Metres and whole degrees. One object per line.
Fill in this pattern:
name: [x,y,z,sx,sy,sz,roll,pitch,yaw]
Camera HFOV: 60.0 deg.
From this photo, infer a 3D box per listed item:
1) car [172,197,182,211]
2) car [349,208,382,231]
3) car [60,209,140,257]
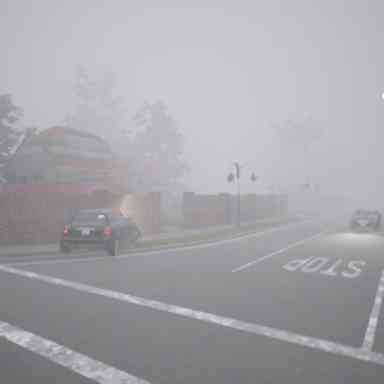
car: [-2.784,1.703,47.259,4.605,1.855,1.932,0,-1,33]
car: [12.861,1.961,24.531,2.128,1.511,4.902,0,-1,33]
car: [-3.799,1.501,14.362,2.097,1.767,4.553,1,0,3]
